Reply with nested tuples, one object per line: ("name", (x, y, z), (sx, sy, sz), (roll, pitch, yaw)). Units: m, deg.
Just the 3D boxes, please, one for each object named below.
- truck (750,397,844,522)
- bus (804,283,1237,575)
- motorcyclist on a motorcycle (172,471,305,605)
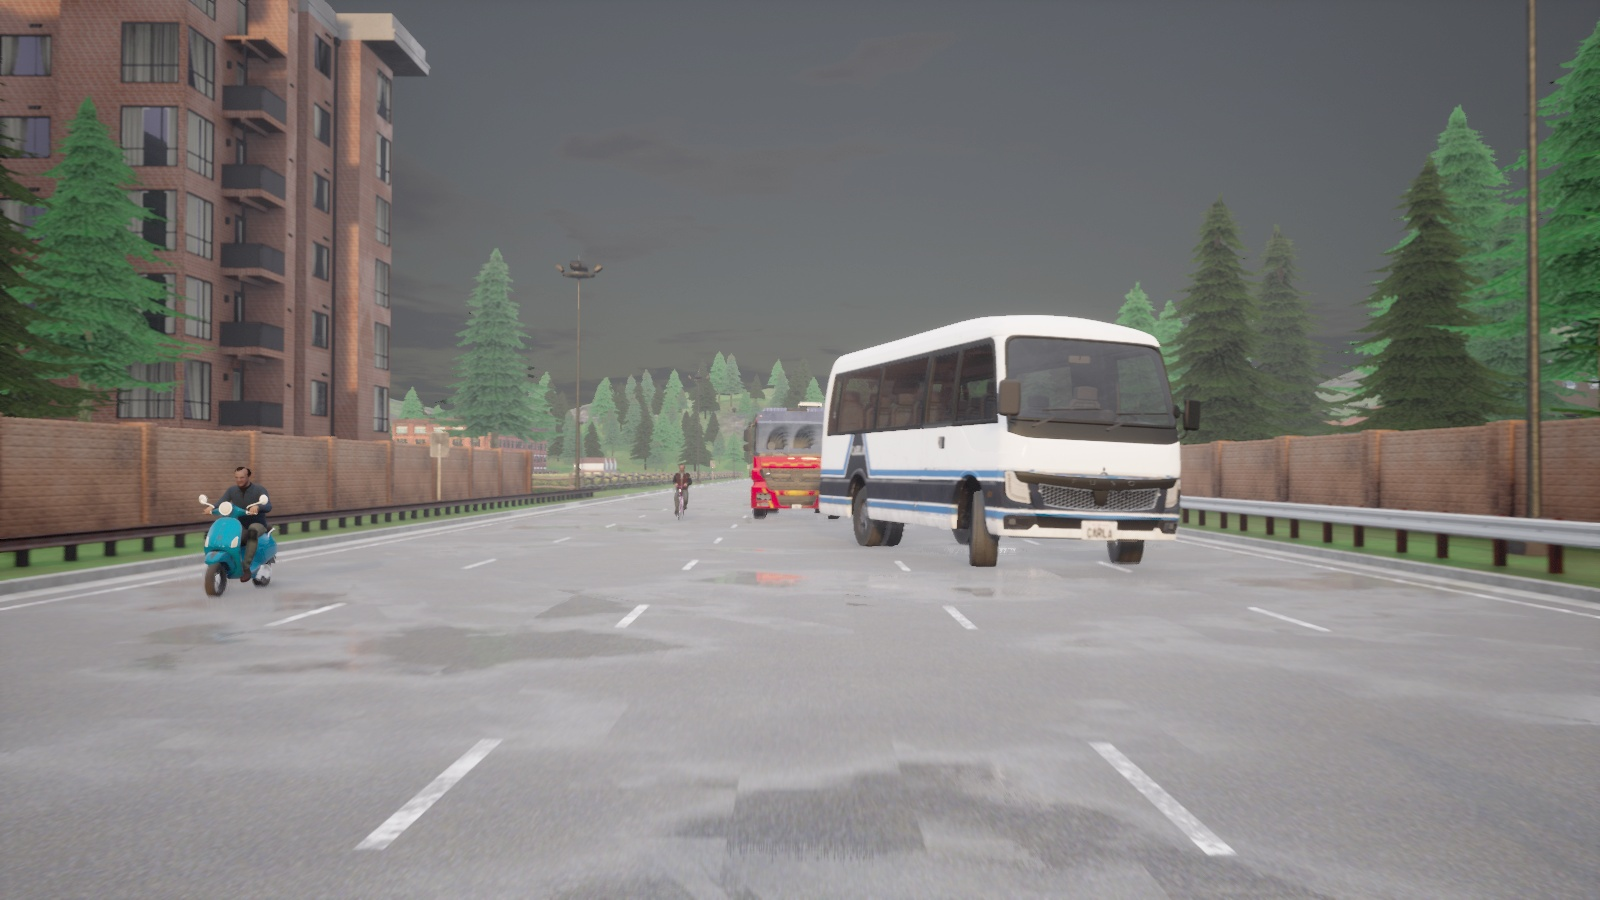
("truck", (-0.107, 0.365, 42.863), (2.891, 3.827, 8.468), (0, -1, 0))
("bus", (3.441, -0.177, 23.900), (3.944, 4.253, 10.273), (2, -1, -16))
("motorcyclist on a motorcycle", (-7.038, 1.060, 15.843), (0.866, 1.590, 1.817), (0, -1, 0))
